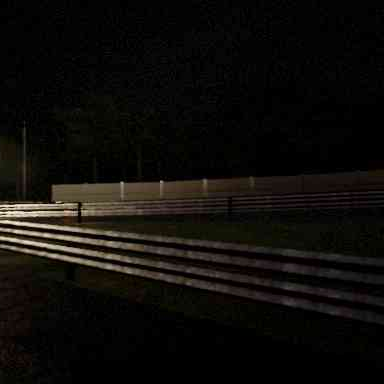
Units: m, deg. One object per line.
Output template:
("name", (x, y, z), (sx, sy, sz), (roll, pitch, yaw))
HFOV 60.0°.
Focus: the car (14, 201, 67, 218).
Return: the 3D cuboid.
("car", (-13.748, 1.599, 30.056), (4.892, 1.490, 1.837), (-1, -1, 14))
